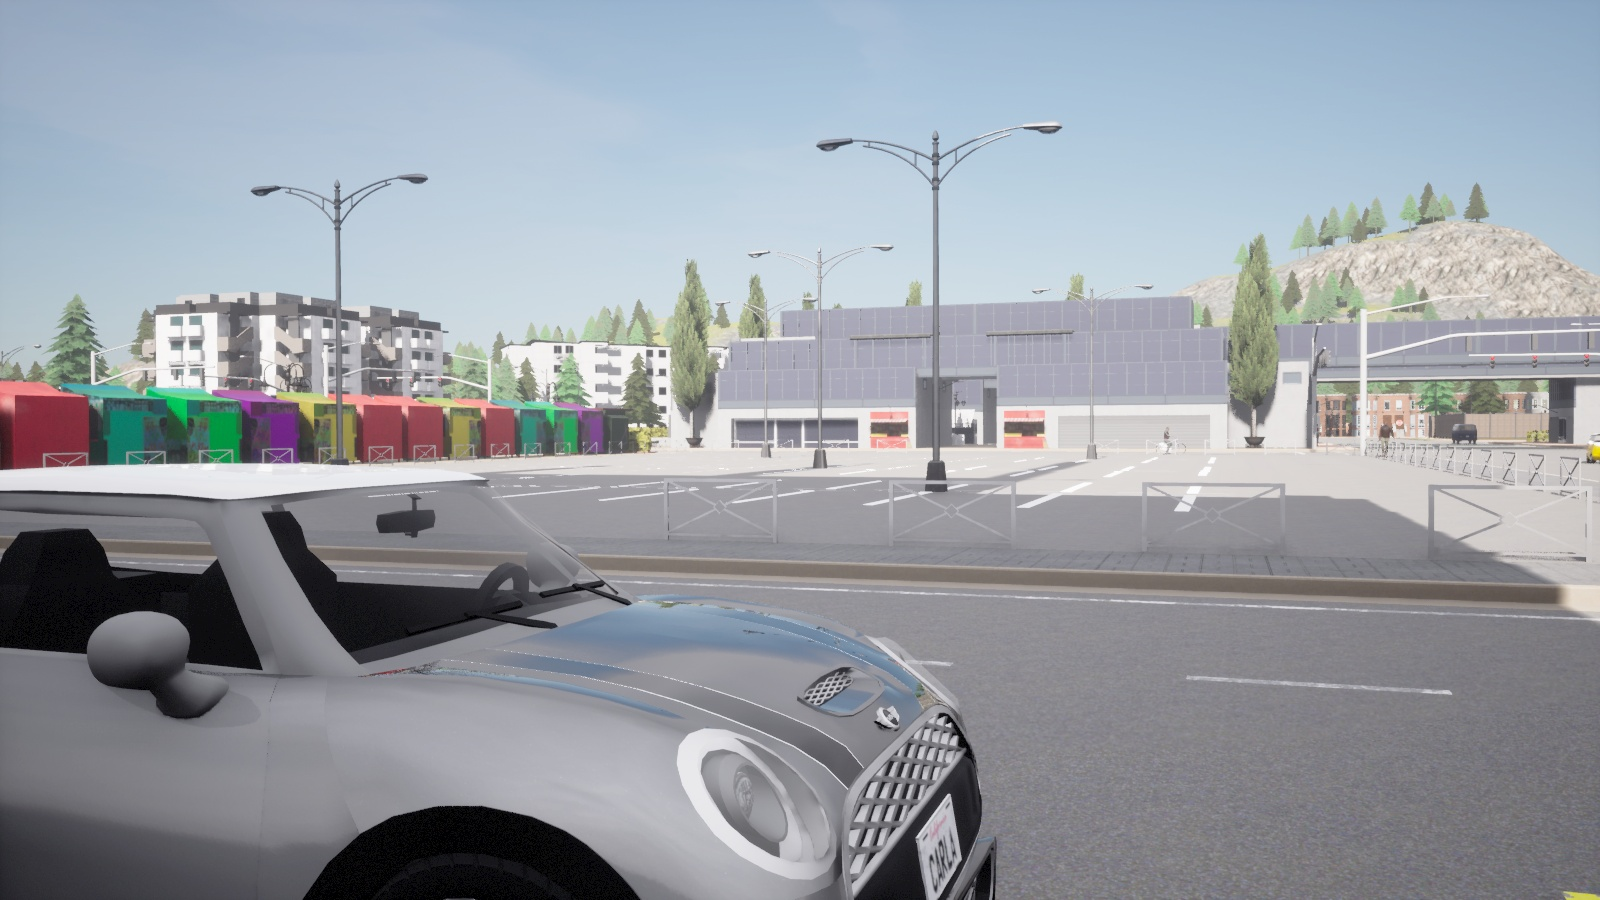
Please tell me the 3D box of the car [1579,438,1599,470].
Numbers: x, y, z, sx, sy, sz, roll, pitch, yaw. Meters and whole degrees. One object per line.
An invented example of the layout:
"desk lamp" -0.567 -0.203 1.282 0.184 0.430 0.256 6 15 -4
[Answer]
"car" 35.561 0.182 55.475 1.481 1.376 2.207 1 1 19

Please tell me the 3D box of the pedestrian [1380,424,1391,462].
"pedestrian" 29.176 -0.352 62.586 0.431 1.840 0.703 1 1 22

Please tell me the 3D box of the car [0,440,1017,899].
"car" -1.428 0.728 3.672 3.806 1.475 1.970 1 1 18
